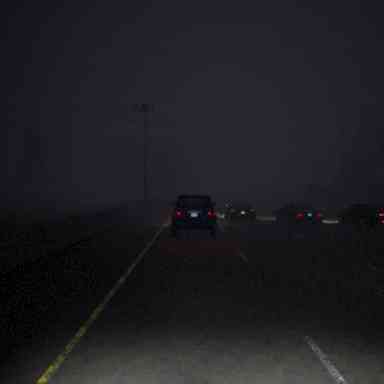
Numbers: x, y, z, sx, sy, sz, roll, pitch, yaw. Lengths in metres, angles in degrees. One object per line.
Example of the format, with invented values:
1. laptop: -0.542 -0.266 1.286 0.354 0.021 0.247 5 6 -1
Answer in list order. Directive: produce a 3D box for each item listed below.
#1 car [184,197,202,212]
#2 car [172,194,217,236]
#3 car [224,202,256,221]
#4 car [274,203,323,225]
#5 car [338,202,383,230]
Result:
1. car: 0.097 1.320 37.261 1.812 1.442 4.674 0 0 0
2. car: 0.098 1.123 17.756 2.150 2.045 5.566 0 0 0
3. car: 3.598 1.423 25.455 1.994 1.385 4.181 0 0 0
4. car: 7.098 1.422 22.563 2.033 1.411 5.357 0 0 0
5. car: 10.598 1.392 20.223 1.837 1.490 4.892 0 0 0
